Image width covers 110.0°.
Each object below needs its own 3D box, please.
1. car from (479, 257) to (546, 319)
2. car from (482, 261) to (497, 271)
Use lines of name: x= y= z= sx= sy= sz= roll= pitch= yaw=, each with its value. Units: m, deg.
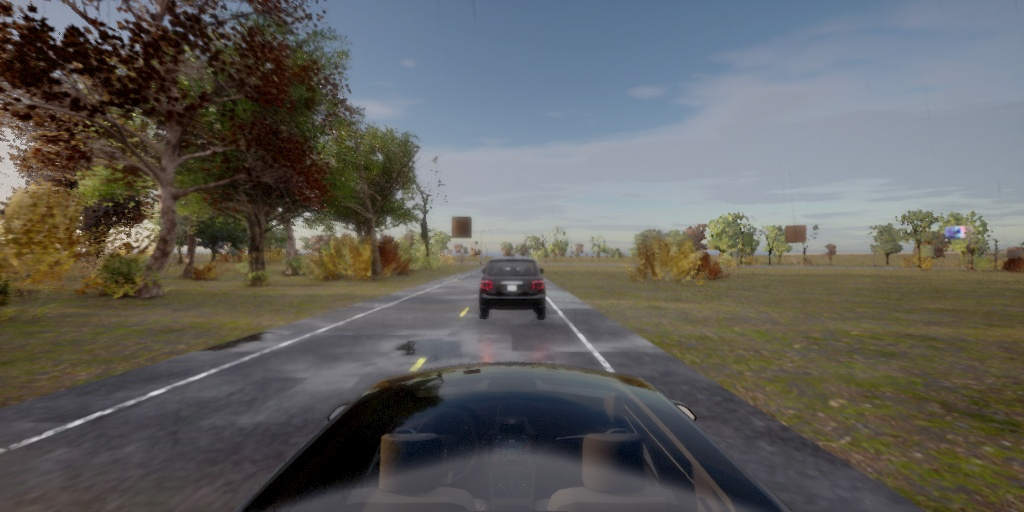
car: x=0.038 y=1.044 z=13.306 sx=2.150 sy=2.045 sz=5.566 roll=0 pitch=0 yaw=1
car: x=-3.557 y=1.572 z=58.697 sx=2.128 sy=1.511 sz=4.902 roll=0 pitch=0 yaw=0
